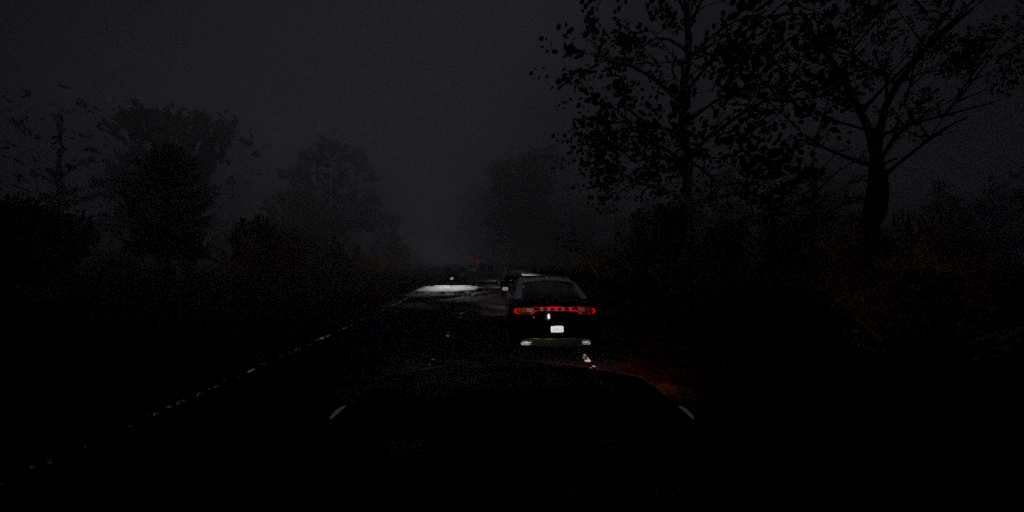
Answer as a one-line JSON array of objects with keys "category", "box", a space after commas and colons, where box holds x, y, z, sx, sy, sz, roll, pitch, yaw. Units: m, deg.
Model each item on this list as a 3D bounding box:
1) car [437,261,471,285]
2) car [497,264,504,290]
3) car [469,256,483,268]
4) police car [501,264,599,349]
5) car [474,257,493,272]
[{"category": "car", "box": [-4.171, 1.313, 25.841, 1.994, 1.385, 4.181, 0, 0, -5]}, {"category": "car", "box": [0.315, 1.275, 19.295, 1.812, 1.442, 4.674, 0, 0, -4]}, {"category": "car", "box": [-5.986, 0.966, 60.660, 2.150, 2.045, 5.566, 0, 0, -12]}, {"category": "police car", "box": [0.775, 1.175, 9.337, 1.930, 1.638, 5.238, 0, 0, -2]}, {"category": "car", "box": [-3.575, 1.224, 47.102, 1.882, 1.535, 5.008, 0, 0, -9]}]
